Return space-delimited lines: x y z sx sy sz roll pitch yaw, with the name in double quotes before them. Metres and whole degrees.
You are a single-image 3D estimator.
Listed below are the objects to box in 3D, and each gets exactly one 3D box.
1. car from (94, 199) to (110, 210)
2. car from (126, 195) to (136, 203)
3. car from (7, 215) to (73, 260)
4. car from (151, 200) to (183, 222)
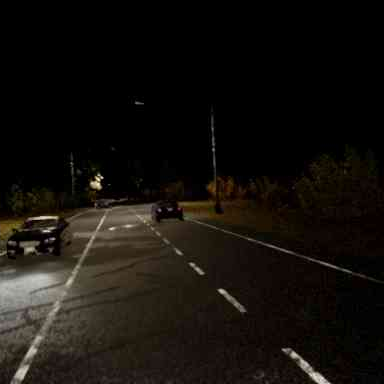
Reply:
"car" -14.969 2.014 55.687 2.097 1.767 4.553 -3 0 -7
"car" -15.840 1.966 87.269 2.097 1.767 4.553 -3 0 -13
"car" -6.299 1.793 14.176 2.128 1.511 4.902 -3 0 -13
"car" -2.162 1.424 27.418 2.097 1.767 4.553 -3 0 -13
